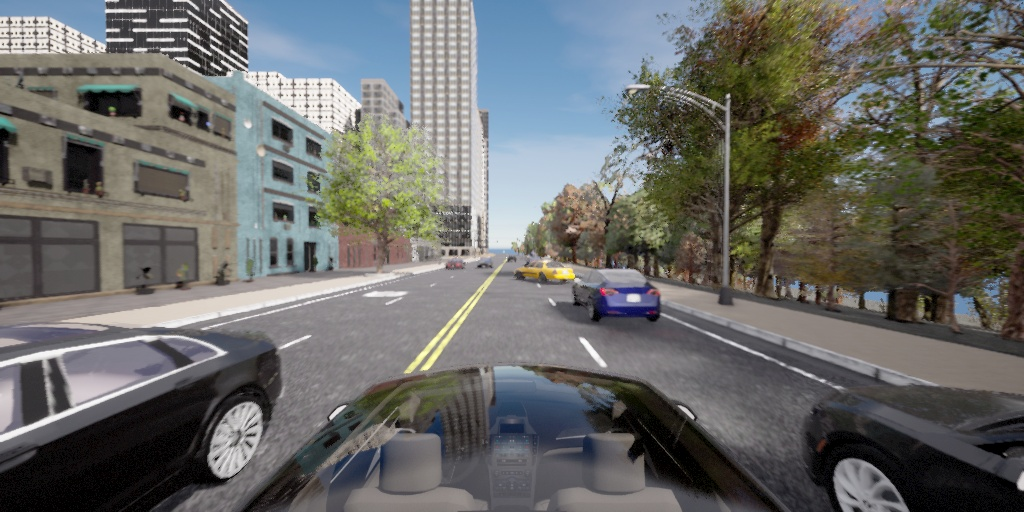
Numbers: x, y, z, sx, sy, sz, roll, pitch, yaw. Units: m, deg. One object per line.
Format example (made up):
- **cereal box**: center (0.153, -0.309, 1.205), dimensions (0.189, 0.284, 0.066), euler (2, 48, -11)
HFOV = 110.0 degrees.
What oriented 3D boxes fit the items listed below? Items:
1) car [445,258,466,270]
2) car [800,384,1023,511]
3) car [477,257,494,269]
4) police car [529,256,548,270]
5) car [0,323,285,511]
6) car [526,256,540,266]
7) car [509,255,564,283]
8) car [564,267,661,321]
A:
- **car**: center (-6.569, 0.898, 42.050), dimensions (1.994, 1.385, 4.181), euler (0, 0, 0)
- **car**: center (3.251, 1.263, 0.888), dimensions (1.837, 1.490, 4.892), euler (0, 1, 0)
- **car**: center (-3.316, 0.848, 45.293), dimensions (2.033, 1.411, 5.357), euler (0, 1, 0)
- **police car**: center (3.251, 0.810, 44.888), dimensions (2.038, 1.542, 4.974), euler (0, 1, 0)
- **car**: center (-3.347, 1.240, 1.805), dimensions (2.128, 1.511, 4.902), euler (0, 1, 0)
- **car**: center (3.251, 0.756, 55.888), dimensions (1.994, 1.385, 4.181), euler (0, 1, 0)
- **car**: center (2.051, 0.968, 24.775), dimensions (1.801, 1.575, 5.366), euler (0, 1, -30)
- **car**: center (3.251, 1.148, 11.918), dimensions (2.163, 1.488, 4.792), euler (0, 1, 0)
